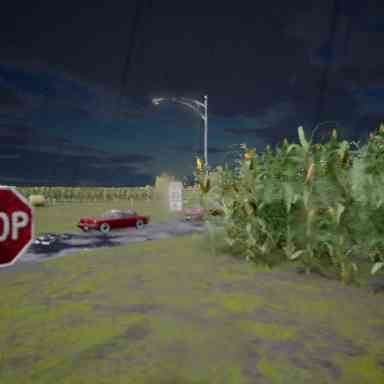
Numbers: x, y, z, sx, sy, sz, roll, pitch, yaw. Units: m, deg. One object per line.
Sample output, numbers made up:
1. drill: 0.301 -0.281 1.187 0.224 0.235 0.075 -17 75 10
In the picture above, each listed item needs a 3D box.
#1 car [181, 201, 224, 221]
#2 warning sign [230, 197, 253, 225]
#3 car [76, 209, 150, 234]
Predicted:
1. car: 0.975 1.565 29.425 2.097 1.767 4.553 0 0 35
2. warning sign: 3.549 1.318 23.801 1.300 1.860 1.060 0 0 34
3. car: -4.850 1.783 20.931 1.895 1.301 4.718 0 0 34
